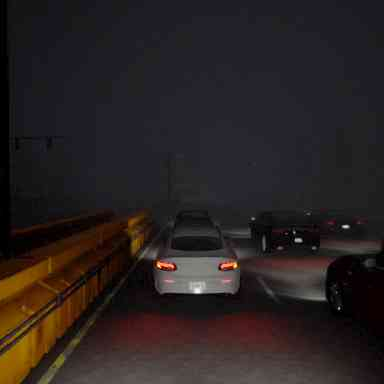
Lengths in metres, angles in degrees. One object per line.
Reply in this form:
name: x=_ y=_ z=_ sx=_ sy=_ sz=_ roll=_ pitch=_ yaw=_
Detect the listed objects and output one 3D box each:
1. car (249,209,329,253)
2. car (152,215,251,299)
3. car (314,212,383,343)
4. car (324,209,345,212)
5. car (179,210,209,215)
car: x=3.589 y=1.478 z=13.700 sx=1.882 sy=1.535 sz=5.008 roll=0 pitch=0 yaw=0
car: x=0.093 y=1.526 z=8.304 sx=1.812 sy=1.442 sz=4.674 roll=0 pitch=0 yaw=0
car: x=3.593 y=1.352 z=4.528 sx=2.097 sy=1.767 sz=4.553 roll=0 pitch=0 yaw=0
car: x=7.085 y=1.564 z=17.315 sx=1.994 sy=1.385 sz=4.181 roll=0 pitch=0 yaw=0
car: x=0.086 y=1.601 z=17.426 sx=1.895 sy=1.301 sz=4.718 roll=0 pitch=0 yaw=0
